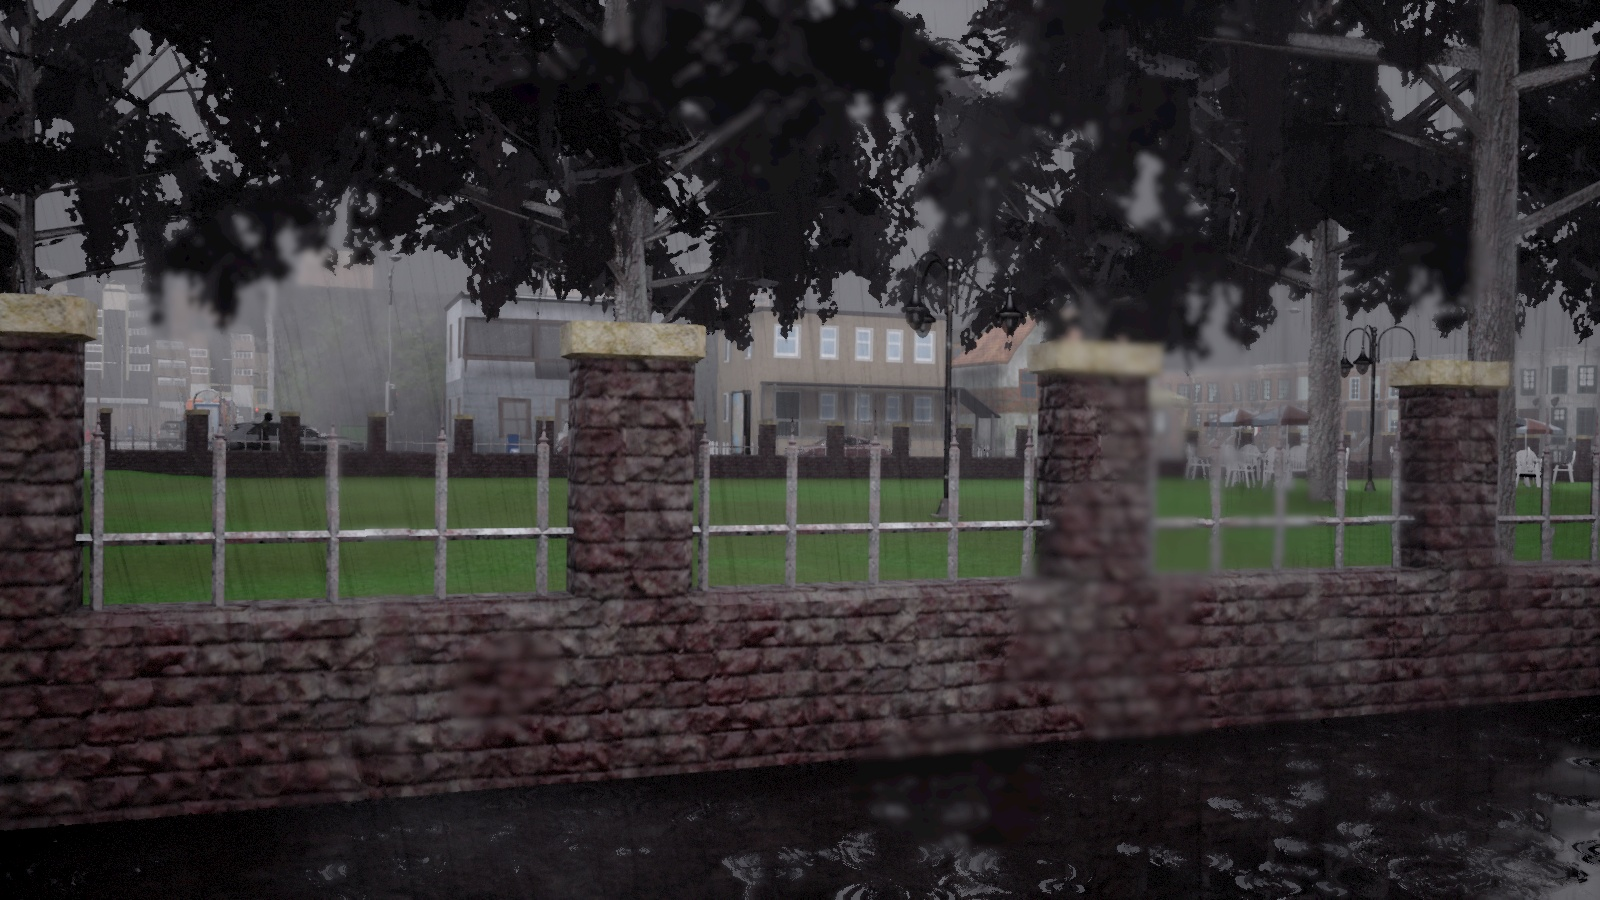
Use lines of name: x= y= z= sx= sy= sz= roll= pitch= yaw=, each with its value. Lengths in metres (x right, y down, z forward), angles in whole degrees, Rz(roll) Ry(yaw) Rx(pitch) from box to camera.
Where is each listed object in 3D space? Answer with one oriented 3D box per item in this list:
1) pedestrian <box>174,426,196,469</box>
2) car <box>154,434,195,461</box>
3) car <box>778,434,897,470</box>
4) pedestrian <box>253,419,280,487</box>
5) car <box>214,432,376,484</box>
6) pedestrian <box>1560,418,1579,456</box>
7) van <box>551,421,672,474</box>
pedestrian: x=-26.431 y=-0.110 z=53.969 sx=0.540 sy=1.848 sz=0.694 roll=0 pitch=1 yaw=13
car: x=-38.262 y=-0.181 z=76.911 sx=1.851 sy=1.617 sz=3.988 roll=-1 pitch=1 yaw=-21
car: x=1.578 y=0.054 z=52.810 sx=4.674 sy=1.442 sz=1.812 roll=-1 pitch=1 yaw=-21
pedestrian: x=-15.443 y=0.079 z=36.356 sx=0.692 sy=1.930 sz=0.395 roll=-1 pitch=1 yaw=-20
car: x=-16.621 y=0.230 z=41.606 sx=4.856 sy=1.649 sz=2.033 roll=-1 pitch=1 yaw=-18
pedestrian: x=39.922 y=-0.672 z=65.153 sx=0.423 sy=1.949 sz=0.788 roll=-1 pitch=1 yaw=-16
van: x=-7.422 y=-0.115 z=49.391 sx=4.442 sy=1.987 sz=1.775 roll=-1 pitch=1 yaw=-21
